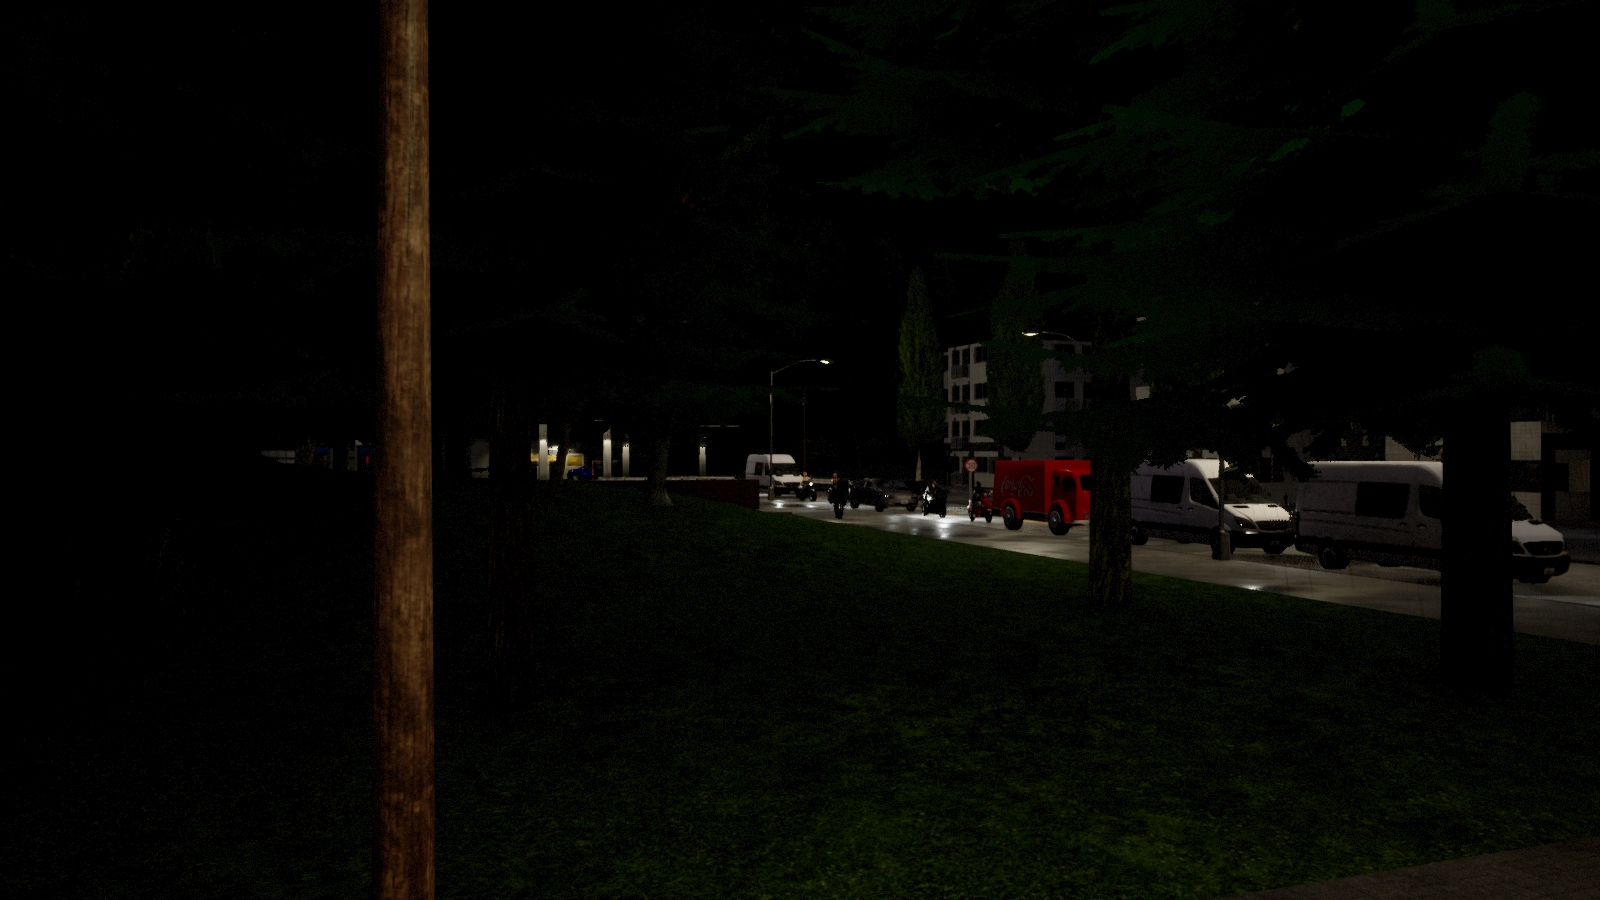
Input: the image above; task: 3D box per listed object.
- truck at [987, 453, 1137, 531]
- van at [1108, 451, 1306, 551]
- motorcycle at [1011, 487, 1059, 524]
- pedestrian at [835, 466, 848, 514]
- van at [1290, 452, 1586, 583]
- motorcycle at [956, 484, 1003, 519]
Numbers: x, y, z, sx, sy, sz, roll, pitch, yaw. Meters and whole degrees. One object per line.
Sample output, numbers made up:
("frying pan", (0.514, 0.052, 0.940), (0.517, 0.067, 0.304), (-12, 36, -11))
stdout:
("truck", (8.905, 1.356, 39.393), (2.627, 2.467, 5.204), (0, 0, -20))
("van", (11.382, 1.323, 32.522), (1.988, 2.561, 5.915), (0, 0, -20))
("motorcycle", (8.397, 1.970, 40.853), (0.856, 1.236, 1.805), (0, 0, -20))
("pedestrian", (1.597, 1.532, 44.005), (0.375, 1.860, 0.375), (0, 0, -20))
("van", (13.919, 1.323, 25.502), (1.988, 2.561, 5.915), (0, 0, -20))
("motorcycle", (6.991, 1.993, 44.695), (0.867, 1.251, 2.209), (0, 0, -20))
